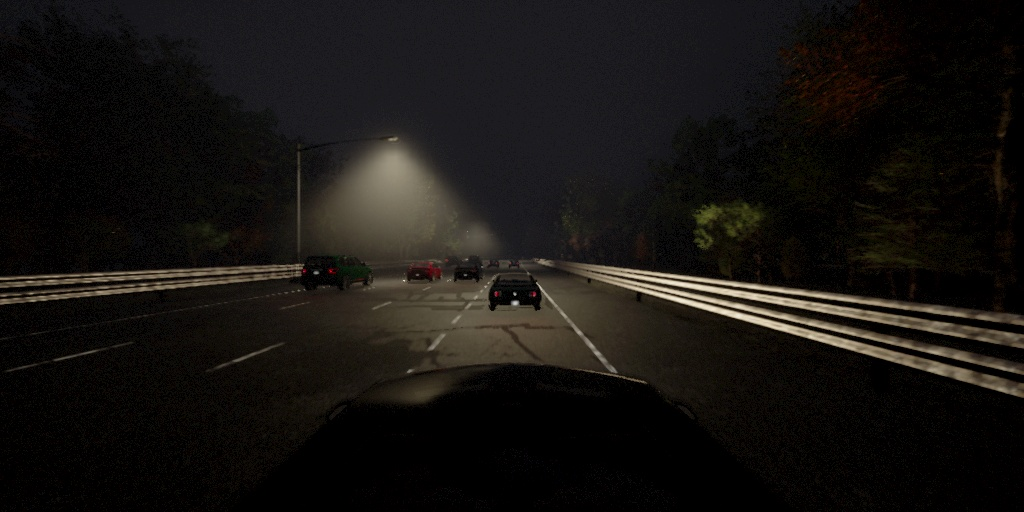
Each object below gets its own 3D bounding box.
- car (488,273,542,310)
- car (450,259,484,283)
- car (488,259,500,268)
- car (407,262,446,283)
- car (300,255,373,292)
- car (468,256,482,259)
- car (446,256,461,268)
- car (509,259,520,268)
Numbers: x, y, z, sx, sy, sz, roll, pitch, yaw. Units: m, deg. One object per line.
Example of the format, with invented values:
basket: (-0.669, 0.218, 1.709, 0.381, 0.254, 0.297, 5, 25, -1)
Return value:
car: (0.116, 1.350, 14.638, 1.895, 1.301, 4.718, 0, 0, 0)
car: (-3.335, 1.226, 28.307, 1.882, 1.535, 5.008, 0, 0, 0)
car: (-3.119, 1.300, 61.779, 2.033, 1.411, 5.357, 0, 0, 1)
car: (-6.834, 1.226, 28.445, 1.882, 1.535, 5.008, 0, 0, 0)
car: (-10.365, 0.971, 21.681, 2.150, 2.045, 5.566, 0, 0, 0)
car: (-6.601, 0.970, 63.868, 2.150, 2.045, 5.566, 0, -1, 0)
car: (-10.112, 0.968, 62.355, 2.150, 2.045, 5.566, 0, -1, 0)
car: (0.376, 1.300, 61.778, 2.033, 1.411, 5.357, 0, 0, 2)
